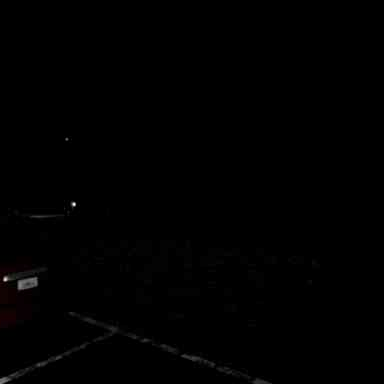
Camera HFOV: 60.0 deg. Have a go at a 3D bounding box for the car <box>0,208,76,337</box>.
[{"bbox_3d":[-4.142,1.321,5.907,5.009,1.841,2.192,0,-1,36],"label":"car"}]

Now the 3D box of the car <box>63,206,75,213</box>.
[{"bbox_3d":[-12.163,1.860,37.951,1.895,1.301,4.718,-1,-1,36],"label":"car"}]

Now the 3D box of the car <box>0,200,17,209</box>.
[{"bbox_3d":[-18.239,1.525,29.766,2.097,1.767,4.553,-1,-1,37],"label":"car"}]
